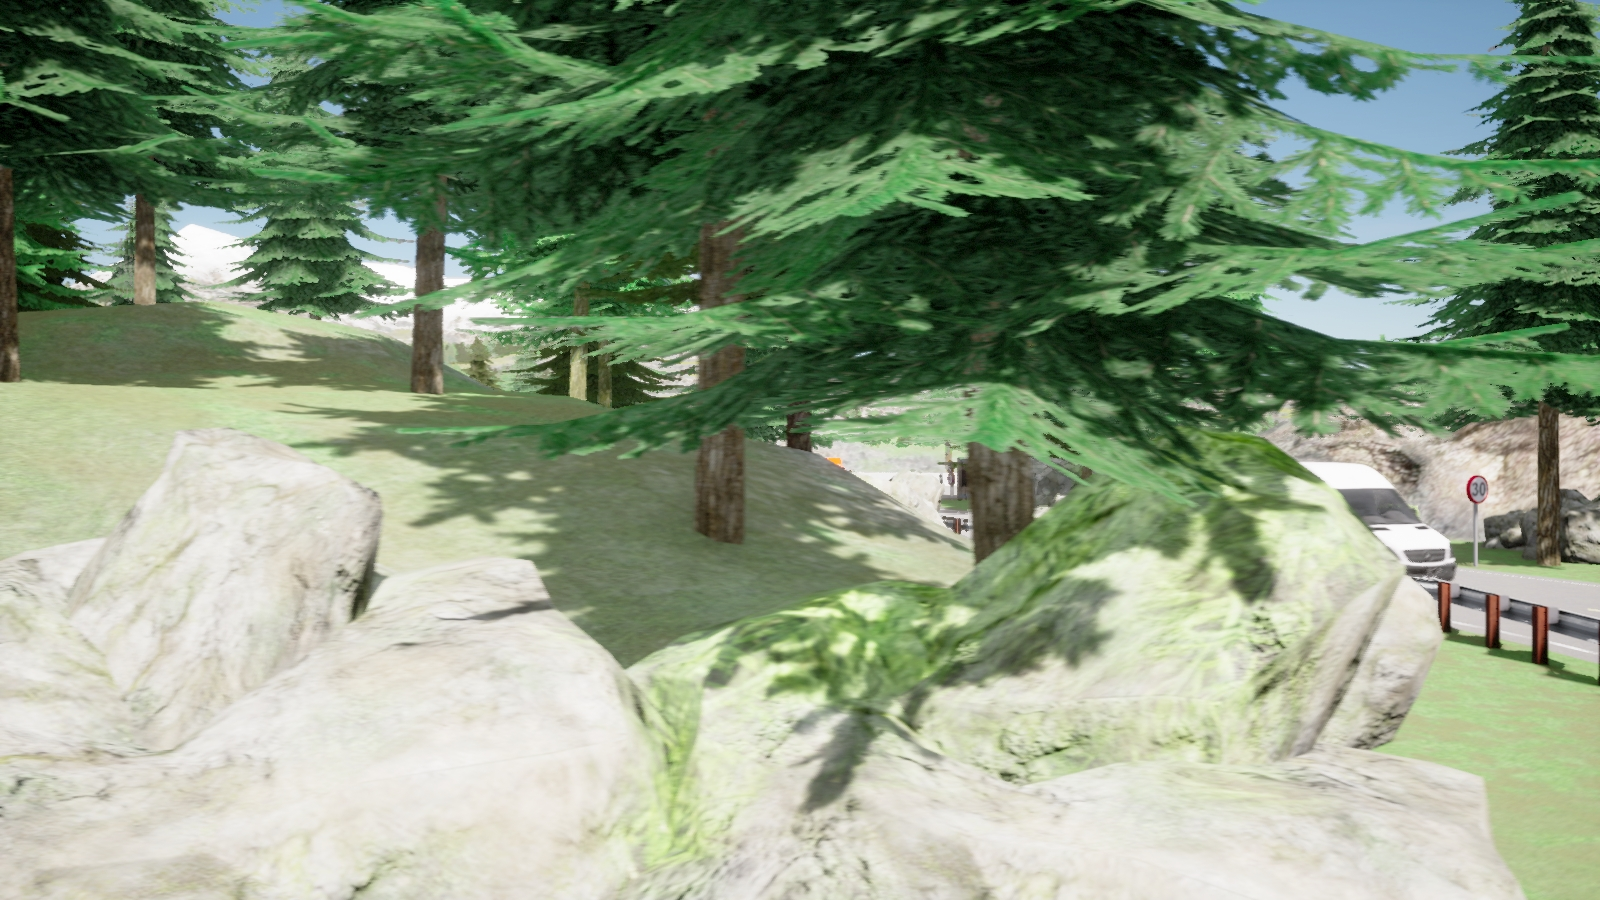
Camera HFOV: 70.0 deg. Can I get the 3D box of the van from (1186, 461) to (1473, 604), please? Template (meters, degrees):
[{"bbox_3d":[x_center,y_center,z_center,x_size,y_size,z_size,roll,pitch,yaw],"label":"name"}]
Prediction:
[{"bbox_3d":[10.825,1.541,24.031,1.988,2.561,5.915,0,0,-18],"label":"van"}]
